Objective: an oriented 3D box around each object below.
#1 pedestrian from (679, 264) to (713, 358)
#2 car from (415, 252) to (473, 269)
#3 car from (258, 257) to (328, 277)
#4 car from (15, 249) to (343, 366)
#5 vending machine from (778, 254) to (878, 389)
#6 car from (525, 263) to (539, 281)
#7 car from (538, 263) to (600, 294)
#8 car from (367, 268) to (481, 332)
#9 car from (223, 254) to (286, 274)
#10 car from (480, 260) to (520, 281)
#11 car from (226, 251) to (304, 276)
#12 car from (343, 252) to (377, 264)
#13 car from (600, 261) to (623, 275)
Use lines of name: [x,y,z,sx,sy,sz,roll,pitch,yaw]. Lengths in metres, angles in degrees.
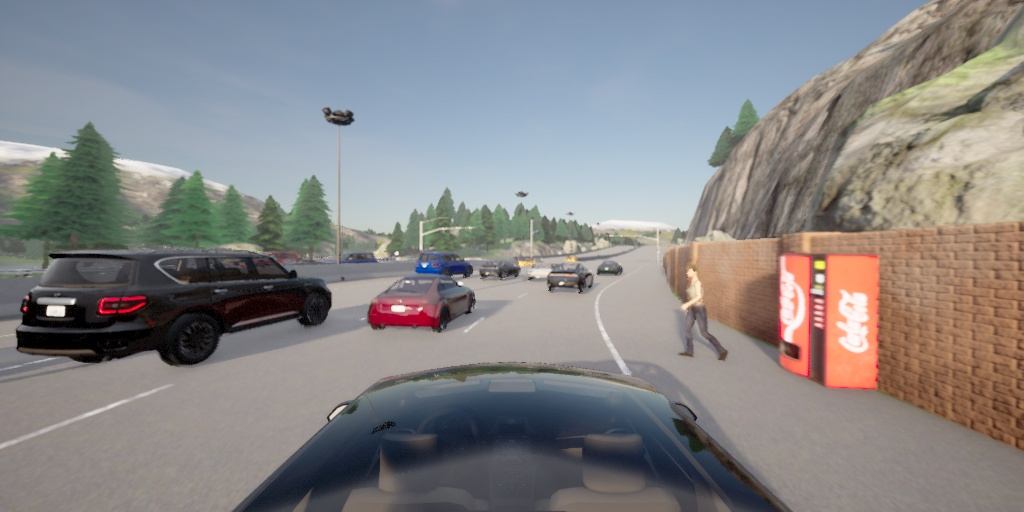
pedestrian: [3.526,1.029,6.892,0.375,1.860,0.375,0,0,6]
car: [-5.037,0.758,27.135,2.150,2.045,5.566,0,0,21]
car: [-18.733,0.916,31.036,2.128,1.511,4.902,0,0,21]
car: [-6.433,0.887,7.943,2.150,2.045,5.566,0,0,6]
vending machine: [5.204,0.948,5.969,1.100,2.100,0.880,0,0,6]
car: [2.676,1.183,27.568,1.895,1.301,4.718,1,0,22]
car: [3.296,1.133,19.805,2.128,1.511,4.902,0,0,21]
car: [-2.467,1.235,10.696,1.994,1.385,4.181,0,0,8]
car: [-24.799,0.712,34.701,2.097,1.767,4.553,1,0,21]
car: [-0.869,1.048,28.044,2.128,1.511,4.902,1,0,22]
car: [-22.002,0.615,32.345,2.150,2.045,5.566,0,1,21]
car: [-14.592,0.665,32.092,2.150,2.045,5.566,0,0,22]
car: [9.672,1.135,35.363,1.994,1.385,4.181,1,0,24]
